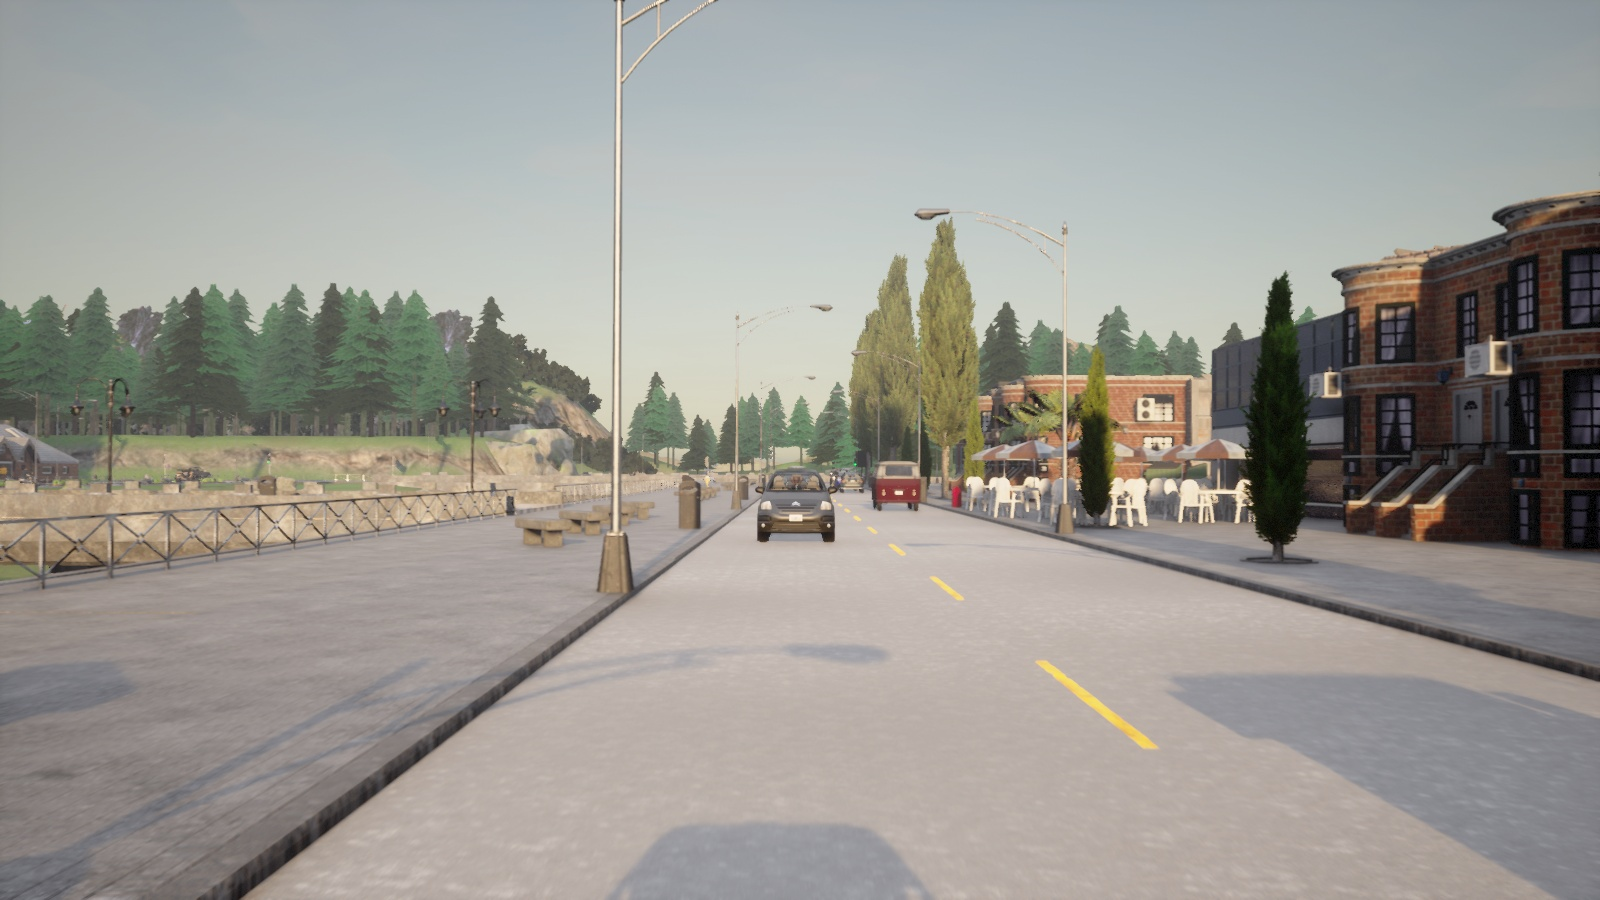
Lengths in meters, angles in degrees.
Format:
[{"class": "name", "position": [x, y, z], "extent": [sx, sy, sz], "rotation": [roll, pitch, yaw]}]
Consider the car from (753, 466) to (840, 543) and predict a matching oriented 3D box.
[{"class": "car", "position": [-0.075, 1.193, 28.733], "extent": [1.851, 1.617, 3.988], "rotation": [0, -1, 0]}]

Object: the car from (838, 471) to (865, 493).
[{"class": "car", "position": [3.761, 2.309, 91.688], "extent": [1.789, 1.549, 3.705], "rotation": [0, -1, 0]}]

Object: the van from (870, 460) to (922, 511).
[{"class": "van", "position": [3.865, 1.406, 51.152], "extent": [1.775, 1.987, 4.442], "rotation": [0, -1, 0]}]
